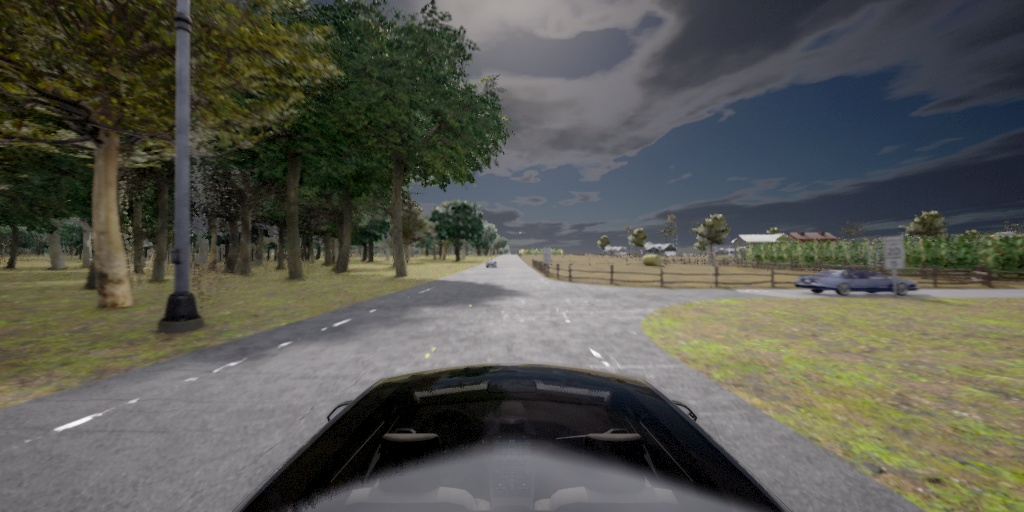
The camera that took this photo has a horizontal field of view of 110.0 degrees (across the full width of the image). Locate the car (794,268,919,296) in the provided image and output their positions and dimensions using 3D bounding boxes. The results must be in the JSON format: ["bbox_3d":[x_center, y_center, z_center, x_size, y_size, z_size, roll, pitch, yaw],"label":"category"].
[{"bbox_3d":[18.373,1.369,19.308,5.357,1.411,2.033,0,-2,0],"label":"car"}]

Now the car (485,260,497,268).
[{"bbox_3d":[-3.488,1.306,61.209,2.033,1.411,5.357,0,0,0],"label":"car"}]
